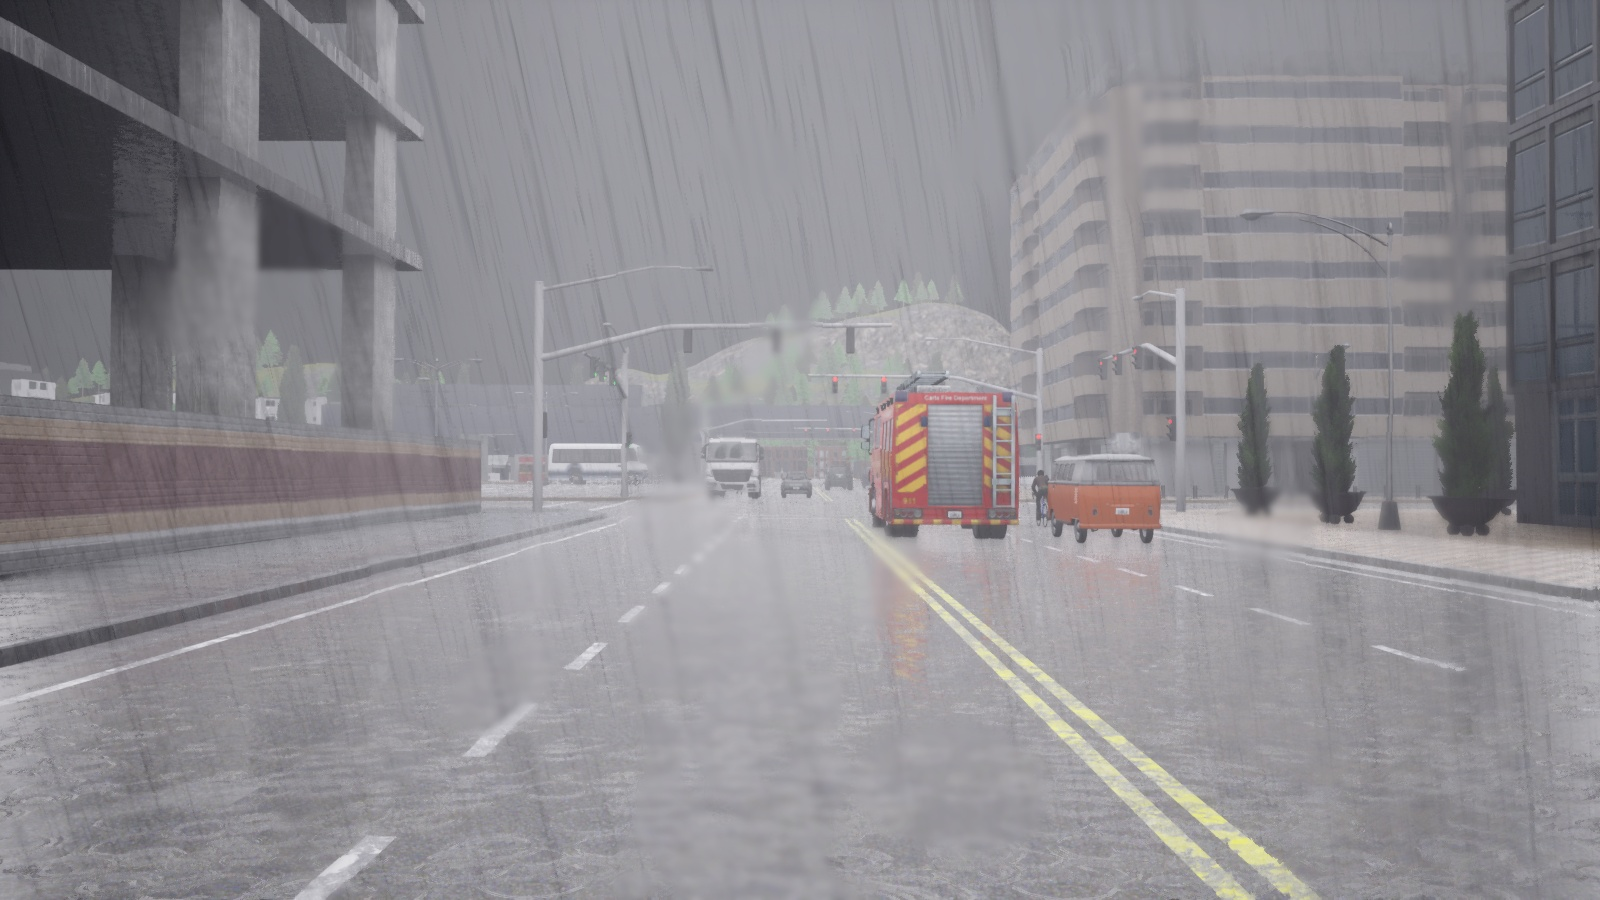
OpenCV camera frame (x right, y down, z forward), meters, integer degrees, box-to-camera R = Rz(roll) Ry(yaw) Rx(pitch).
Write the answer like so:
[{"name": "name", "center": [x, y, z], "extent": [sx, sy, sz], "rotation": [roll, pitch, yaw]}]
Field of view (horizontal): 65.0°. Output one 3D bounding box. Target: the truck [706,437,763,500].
[{"name": "truck", "center": [-3.691, 1.064, 72.659], "extent": [2.891, 3.462, 7.936], "rotation": [0, -1, 0]}]

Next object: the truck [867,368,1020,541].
[{"name": "truck", "center": [3.412, 0.173, 32.061], "extent": [2.891, 3.827, 8.468], "rotation": [0, -1, 0]}]

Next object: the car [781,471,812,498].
[{"name": "car", "center": [-0.190, 2.029, 73.717], "extent": [1.789, 1.549, 3.705], "rotation": [0, -1, 0]}]

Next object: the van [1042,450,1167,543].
[{"name": "van", "center": [6.924, 1.025, 29.000], "extent": [1.775, 1.987, 4.442], "rotation": [0, -1, 0]}]
